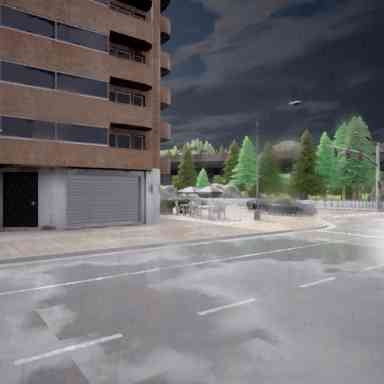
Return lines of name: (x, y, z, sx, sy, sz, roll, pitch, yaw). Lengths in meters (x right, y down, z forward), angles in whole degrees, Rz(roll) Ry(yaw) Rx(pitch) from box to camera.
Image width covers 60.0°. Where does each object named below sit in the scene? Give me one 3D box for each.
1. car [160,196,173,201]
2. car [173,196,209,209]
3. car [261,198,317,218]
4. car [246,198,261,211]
car: (-3.405, 1.422, 50.774, 5.008, 1.535, 1.882, 0, 0, 36)
car: (0.150, 1.296, 41.968, 2.097, 1.767, 4.553, 0, 0, -39)
car: (8.944, 1.451, 30.176, 1.837, 1.490, 4.892, 0, 0, -36)
car: (8.154, 1.436, 37.195, 2.128, 1.511, 4.902, 0, 0, -36)
